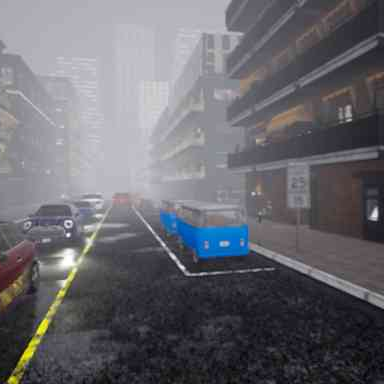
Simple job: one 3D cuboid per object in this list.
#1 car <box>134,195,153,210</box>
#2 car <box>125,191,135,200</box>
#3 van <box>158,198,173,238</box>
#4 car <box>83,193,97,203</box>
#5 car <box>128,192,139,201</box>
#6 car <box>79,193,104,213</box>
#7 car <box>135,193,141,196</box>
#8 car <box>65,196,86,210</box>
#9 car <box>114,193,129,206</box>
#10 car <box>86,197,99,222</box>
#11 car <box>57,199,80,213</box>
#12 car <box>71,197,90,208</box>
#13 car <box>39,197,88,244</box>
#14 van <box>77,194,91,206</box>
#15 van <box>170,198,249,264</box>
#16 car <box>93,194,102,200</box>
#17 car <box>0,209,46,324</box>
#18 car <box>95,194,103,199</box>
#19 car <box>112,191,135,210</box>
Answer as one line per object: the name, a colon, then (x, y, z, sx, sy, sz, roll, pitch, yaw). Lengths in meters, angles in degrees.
car: (-5.452, 1.355, 38.670, 1.802, 1.307, 4.206, -2, 1, -12)
car: (-15.248, 0.805, 82.055, 2.150, 2.045, 5.566, -1, 0, -12)
van: (-0.667, 1.214, 16.777, 1.690, 1.788, 3.998, -2, 1, -12)
car: (-19.631, 1.117, 64.269, 2.192, 1.841, 5.009, -2, 1, -12)
car: (-12.647, 0.942, 71.502, 2.192, 1.841, 5.009, -2, 1, -12)
car: (-10.721, 1.106, 35.911, 2.150, 2.045, 5.566, -1, 0, -12)
car: (-7.886, 1.249, 49.781, 1.752, 1.417, 4.829, -2, 1, -12)
car: (-14.813, 1.340, 42.385, 1.967, 1.590, 4.097, -2, 1, -12)
car: (-10.694, 1.116, 50.511, 2.097, 1.767, 4.553, -1, 0, -12)
car: (-8.511, 1.409, 25.644, 1.882, 1.535, 5.008, -1, 0, -12)
car: (-13.611, 1.506, 36.915, 1.802, 1.307, 4.206, -2, 1, -12)
car: (-16.008, 1.426, 47.859, 2.008, 1.369, 4.403, -2, 1, -12)
car: (-6.287, 1.329, 15.441, 2.097, 1.767, 4.553, -1, 0, -12)
van: (-17.212, 1.192, 53.329, 1.690, 1.788, 3.998, -2, 1, -12)
van: (0.530, 1.238, 11.304, 1.690, 1.788, 3.998, -2, 1, -12)
car: (-24.424, 1.288, 86.159, 1.802, 1.307, 4.206, -2, 1, -12)
car: (-4.109, 1.374, 5.550, 2.097, 1.767, 4.553, -1, 0, -13)
car: (-25.622, 1.264, 91.632, 1.802, 1.307, 4.206, -2, 1, -12)
car: (-8.357, 1.034, 39.835, 2.150, 2.045, 5.566, -1, 0, -12)
